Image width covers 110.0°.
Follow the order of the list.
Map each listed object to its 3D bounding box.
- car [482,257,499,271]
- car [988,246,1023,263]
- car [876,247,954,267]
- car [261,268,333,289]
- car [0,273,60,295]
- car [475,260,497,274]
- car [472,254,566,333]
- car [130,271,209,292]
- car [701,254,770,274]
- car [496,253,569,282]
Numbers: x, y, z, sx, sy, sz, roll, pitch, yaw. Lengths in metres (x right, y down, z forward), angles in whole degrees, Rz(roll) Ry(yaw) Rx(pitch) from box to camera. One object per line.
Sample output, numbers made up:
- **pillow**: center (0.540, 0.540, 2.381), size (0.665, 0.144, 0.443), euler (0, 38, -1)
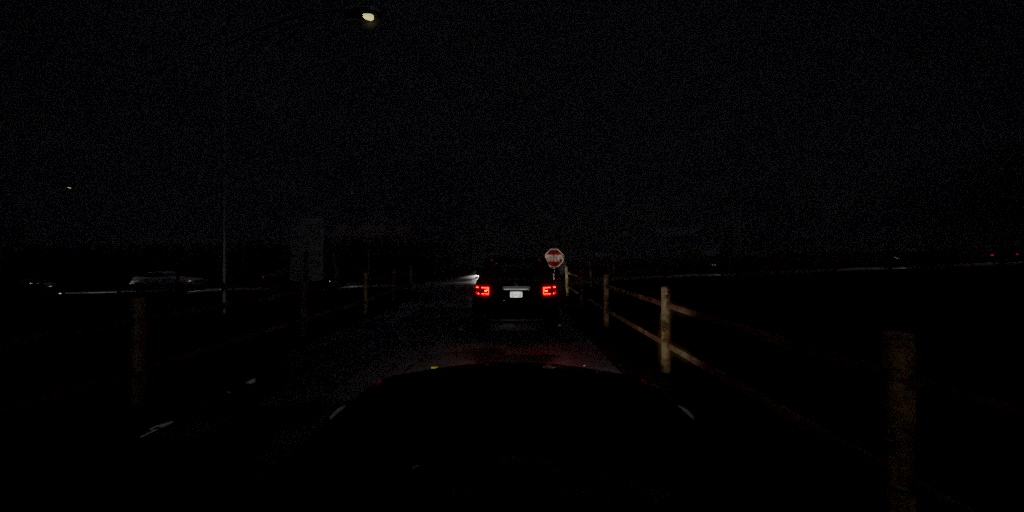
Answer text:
- **car**: center (-2.940, 1.070, 50.424), size (2.097, 1.767, 4.553), euler (0, 0, 0)
- **car**: center (37.947, -0.146, 25.954), size (4.718, 1.301, 1.895), euler (-2, -2, 0)
- **car**: center (32.330, 0.059, 28.880), size (5.008, 1.535, 1.882), euler (-2, -2, 0)
- **car**: center (-15.437, 1.589, 25.790), size (4.674, 1.442, 1.812), euler (-1, -2, 0)
- **car**: center (-35.612, 1.974, 25.746), size (4.902, 1.511, 2.128), euler (-1, -2, 0)
- **car**: center (-2.936, 1.221, 41.218), size (2.128, 1.511, 4.902), euler (0, 0, 0)
- **car**: center (0.060, 0.976, 10.883), size (2.150, 2.045, 5.566), euler (0, 0, -1)
- **car**: center (-24.556, 1.784, 25.765), size (4.674, 1.442, 1.812), euler (-1, -2, 0)
- **car**: center (17.908, 0.618, 28.840), size (5.008, 1.535, 1.882), euler (-2, -2, 0)
- **car**: center (1.575, 0.941, 28.799), size (5.566, 2.045, 2.150), euler (-2, -2, 0)
